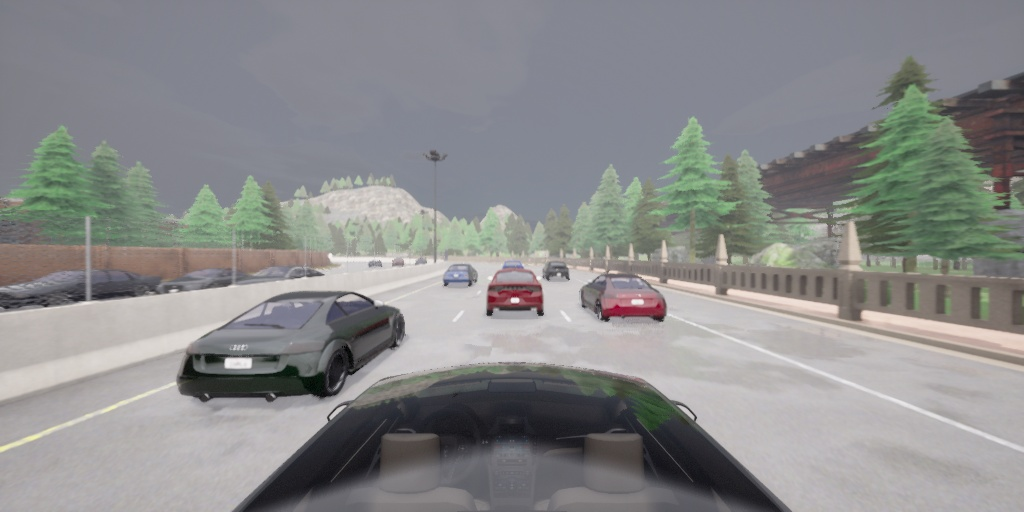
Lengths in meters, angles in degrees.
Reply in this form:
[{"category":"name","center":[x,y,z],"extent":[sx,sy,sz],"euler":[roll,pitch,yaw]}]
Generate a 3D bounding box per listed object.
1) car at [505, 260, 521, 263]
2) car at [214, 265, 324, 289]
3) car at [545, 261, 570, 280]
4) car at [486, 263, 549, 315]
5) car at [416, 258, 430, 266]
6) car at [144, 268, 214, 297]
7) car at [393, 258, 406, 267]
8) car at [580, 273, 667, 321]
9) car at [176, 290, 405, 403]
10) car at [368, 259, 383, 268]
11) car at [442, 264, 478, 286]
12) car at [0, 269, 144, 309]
[{"category":"car","center":[0.044,1.127,31.220],"extent":[1.882,1.535,5.008],"euler":[0,0,-1]},{"category":"car","center":[-10.602,1.192,16.600],"extent":[2.128,1.511,4.902],"euler":[0,0,0]},{"category":"car","center":[3.566,1.159,29.748],"extent":[1.837,1.490,4.892],"euler":[0,0,-1]},{"category":"car","center":[0.100,1.188,13.393],"extent":[1.882,1.535,5.008],"euler":[0,0,0]},{"category":"car","center":[-13.488,1.080,53.914],"extent":[1.837,1.490,4.892],"euler":[0,1,-13]},{"category":"car","center":[-14.104,1.263,16.920],"extent":[1.994,1.385,4.181],"euler":[0,0,0]},{"category":"car","center":[-18.519,1.034,58.934],"extent":[1.882,1.535,5.008],"euler":[0,0,-17]},{"category":"car","center":[3.600,1.278,12.279],"extent":[1.994,1.385,4.181],"euler":[0,0,0]},{"category":"car","center":[-3.407,1.298,6.477],"extent":[1.994,1.385,4.181],"euler":[0,0,0]},{"category":"car","center":[-21.479,1.128,56.611],"extent":[1.994,1.385,4.181],"euler":[0,0,-16]},{"category":"car","center":[-3.397,1.221,24.261],"extent":[2.033,1.411,5.357],"euler":[0,0,0]},{"category":"car","center":[-17.599,1.254,14.887],"extent":[2.033,1.411,5.357],"euler":[0,0,0]}]
